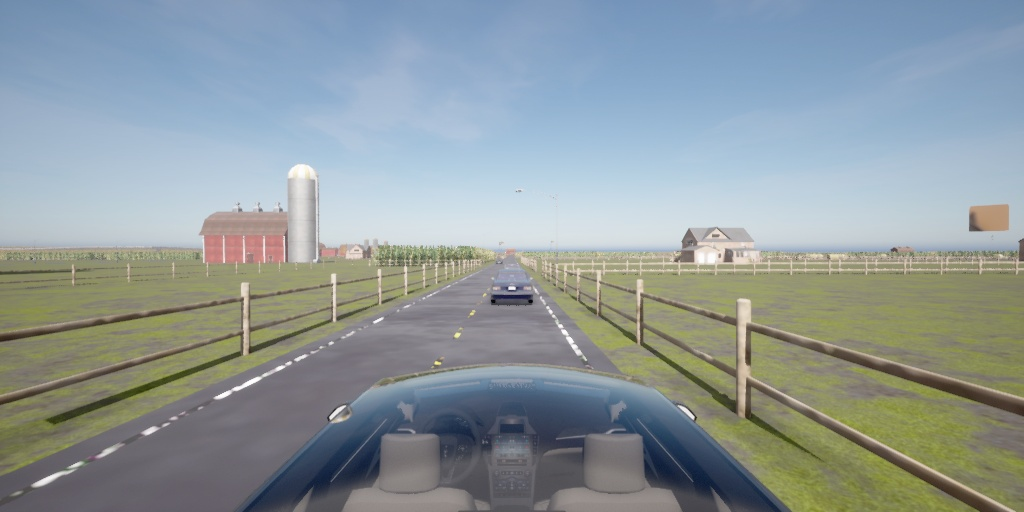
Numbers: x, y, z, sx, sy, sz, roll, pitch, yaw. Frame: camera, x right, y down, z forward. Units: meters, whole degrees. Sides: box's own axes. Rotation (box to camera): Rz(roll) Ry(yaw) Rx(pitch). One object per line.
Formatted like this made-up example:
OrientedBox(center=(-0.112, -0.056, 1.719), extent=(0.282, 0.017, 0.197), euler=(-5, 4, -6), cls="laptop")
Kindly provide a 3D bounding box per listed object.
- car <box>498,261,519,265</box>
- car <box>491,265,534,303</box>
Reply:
OrientedBox(center=(0.000, 1.347, 31.536), extent=(1.895, 1.301, 4.718), euler=(0, 0, 0), cls="car")
OrientedBox(center=(0.000, 1.306, 16.504), extent=(2.033, 1.411, 5.357), euler=(0, 0, 0), cls="car")
